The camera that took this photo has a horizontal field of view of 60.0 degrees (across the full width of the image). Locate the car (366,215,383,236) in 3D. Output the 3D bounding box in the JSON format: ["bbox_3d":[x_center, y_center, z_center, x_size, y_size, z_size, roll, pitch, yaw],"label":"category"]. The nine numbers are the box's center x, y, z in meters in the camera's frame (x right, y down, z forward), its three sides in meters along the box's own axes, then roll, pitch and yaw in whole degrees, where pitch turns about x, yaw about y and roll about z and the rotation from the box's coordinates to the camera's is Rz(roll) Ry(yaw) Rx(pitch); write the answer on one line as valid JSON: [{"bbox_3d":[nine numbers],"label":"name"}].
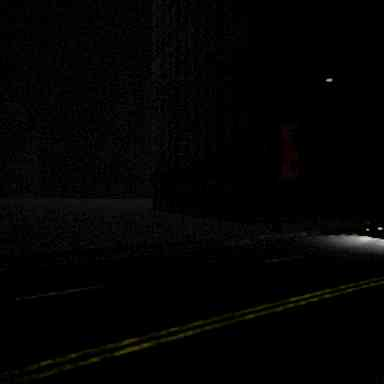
[{"bbox_3d":[11.520,1.728,18.223,4.181,1.385,1.994,1,0,-29],"label":"car"}]
